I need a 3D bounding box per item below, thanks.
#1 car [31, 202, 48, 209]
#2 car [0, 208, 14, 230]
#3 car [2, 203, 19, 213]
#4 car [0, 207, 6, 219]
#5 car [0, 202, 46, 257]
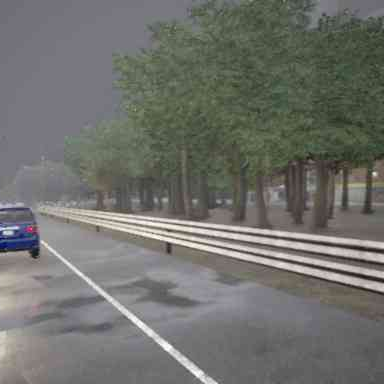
[{"bbox_3d":[-36.328,3.222,79.457,2.128,1.511,4.902,-1,-1,-3],"label":"car"},{"bbox_3d":[-15.750,2.148,27.213,1.882,1.535,5.008,-1,-1,-31],"label":"car"},{"bbox_3d":[-32.369,2.860,59.427,1.882,1.535,5.008,-1,-1,-18],"label":"car"},{"bbox_3d":[-24.687,2.617,42.199,1.895,1.301,4.718,-1,-1,-30],"label":"car"},{"bbox_3d":[-7.691,1.568,13.753,2.150,2.045,5.566,-1,-1,-31],"label":"car"}]
